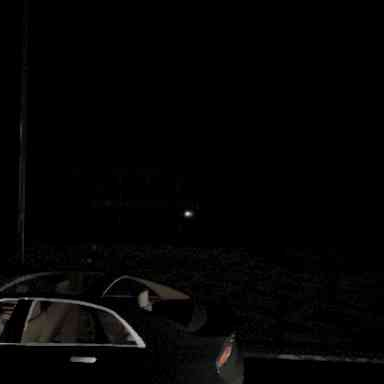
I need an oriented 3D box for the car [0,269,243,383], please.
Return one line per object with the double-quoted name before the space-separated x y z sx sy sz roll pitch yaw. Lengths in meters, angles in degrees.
"car" -1.694 1.545 3.513 4.403 1.369 2.008 1 -1 3
